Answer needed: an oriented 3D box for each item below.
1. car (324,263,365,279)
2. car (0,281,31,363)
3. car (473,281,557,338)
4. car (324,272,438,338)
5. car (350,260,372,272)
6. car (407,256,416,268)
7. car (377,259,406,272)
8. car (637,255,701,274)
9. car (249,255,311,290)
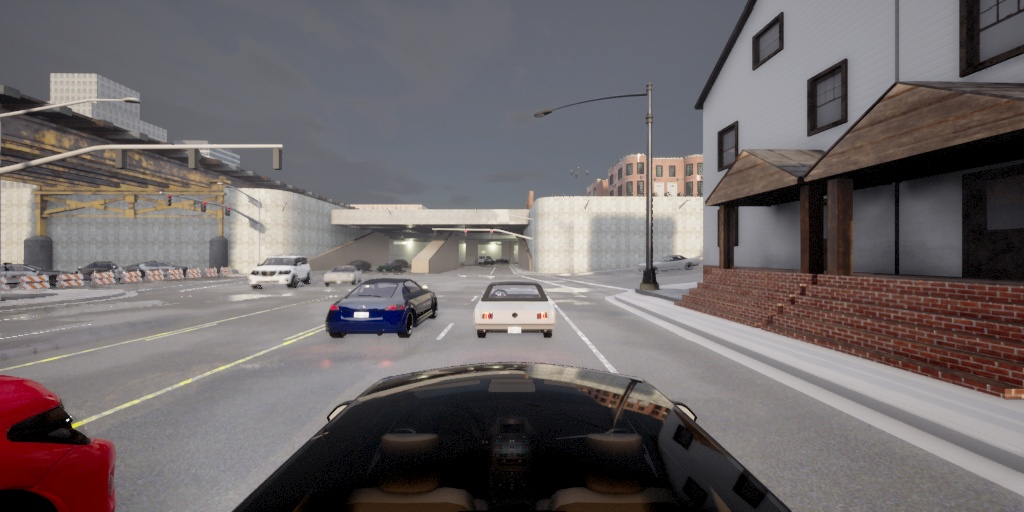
[{"bbox_3d":[-11.667,1.351,24.909,1.895,1.301,4.718,0,0,-17],"label":"car"},{"bbox_3d":[-10.604,1.241,4.655,2.128,1.511,4.902,0,0,0],"label":"car"},{"bbox_3d":[0.071,1.351,10.156,1.895,1.301,4.718,0,0,0],"label":"car"},{"bbox_3d":[-3.431,1.314,10.201,1.994,1.385,4.181,0,0,0],"label":"car"},{"bbox_3d":[-18.237,1.228,42.559,1.882,1.535,5.008,0,0,-2],"label":"car"},{"bbox_3d":[-15.161,0.974,59.224,2.150,2.045,5.566,0,0,-1],"label":"car"},{"bbox_3d":[-14.767,1.351,43.514,1.895,1.301,4.718,0,0,-2],"label":"car"},{"bbox_3d":[13.056,0.665,30.135,4.718,1.301,1.895,-7,0,0],"label":"car"},{"bbox_3d":[-14.663,0.971,23.089,2.150,2.045,5.566,0,0,-16],"label":"car"}]
